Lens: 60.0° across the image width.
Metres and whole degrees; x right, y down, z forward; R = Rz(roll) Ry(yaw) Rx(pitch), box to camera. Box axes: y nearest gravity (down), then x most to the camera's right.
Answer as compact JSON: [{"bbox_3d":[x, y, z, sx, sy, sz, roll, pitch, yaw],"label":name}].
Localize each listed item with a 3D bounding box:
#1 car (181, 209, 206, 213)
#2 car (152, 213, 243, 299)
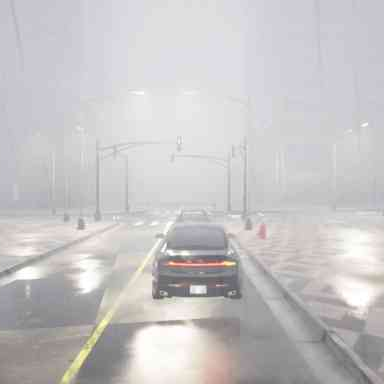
[{"bbox_3d":[0.059,1.556,17.294,1.994,1.385,4.181,0,0,1],"label":"car"},{"bbox_3d":[0.100,1.502,8.391,1.837,1.490,4.892,0,0,0],"label":"car"}]
